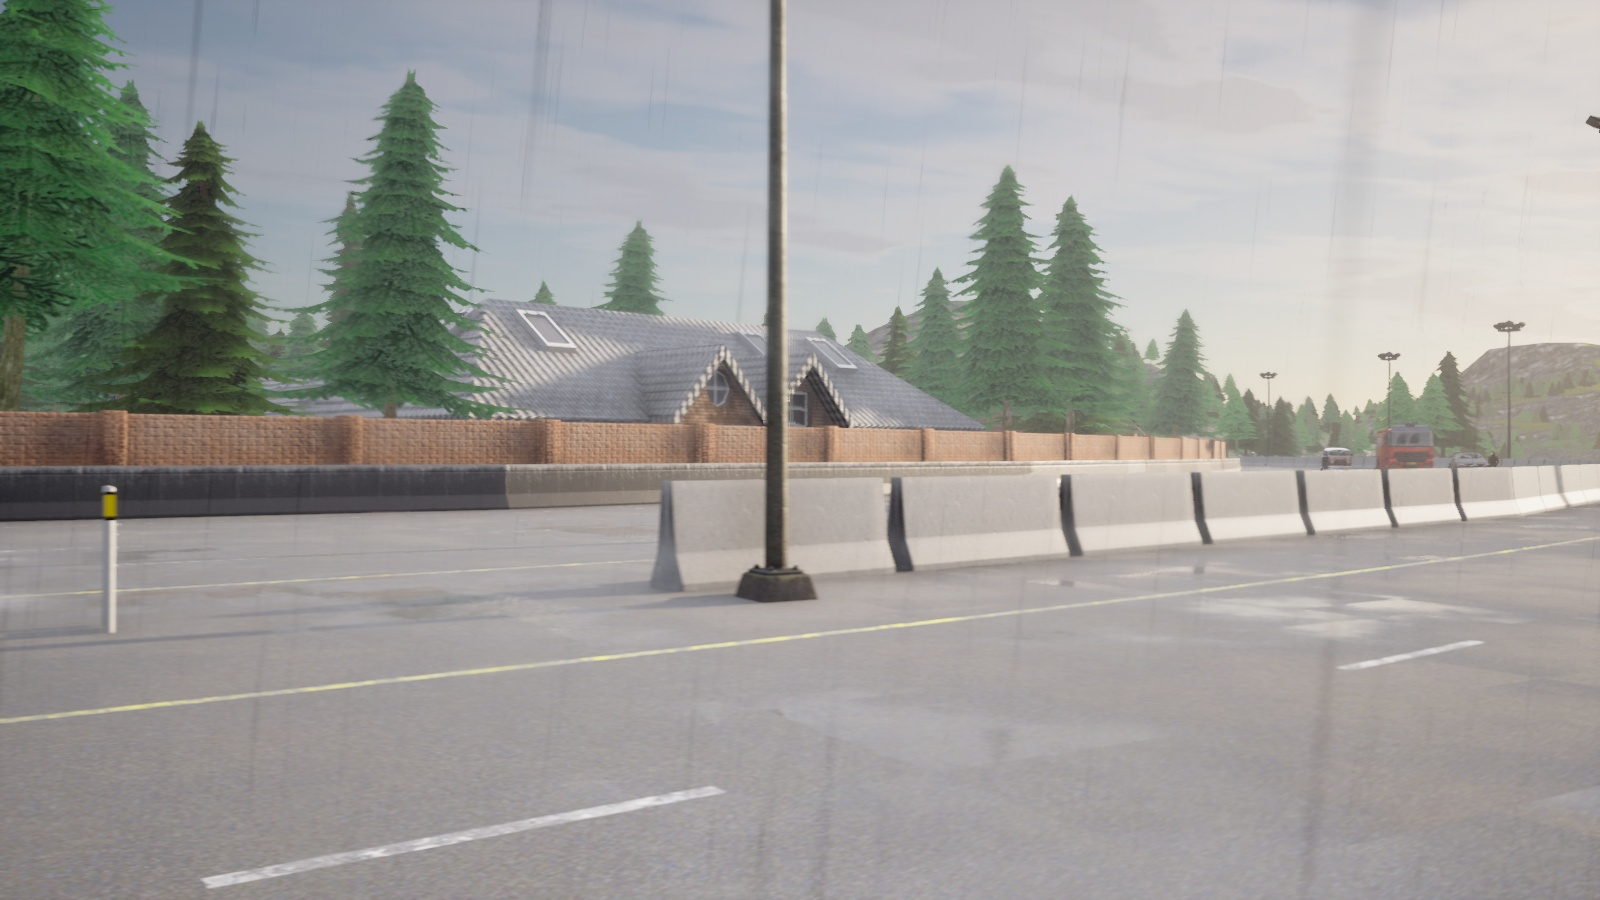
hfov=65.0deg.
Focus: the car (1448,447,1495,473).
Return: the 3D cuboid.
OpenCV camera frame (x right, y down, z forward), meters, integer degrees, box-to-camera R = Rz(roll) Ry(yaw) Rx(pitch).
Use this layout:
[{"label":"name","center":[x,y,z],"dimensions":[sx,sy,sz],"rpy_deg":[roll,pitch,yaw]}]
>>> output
[{"label":"car","center":[44.962,0.650,84.232],"dimensions":[2.152,1.651,5.027],"rpy_deg":[0,0,21]}]
